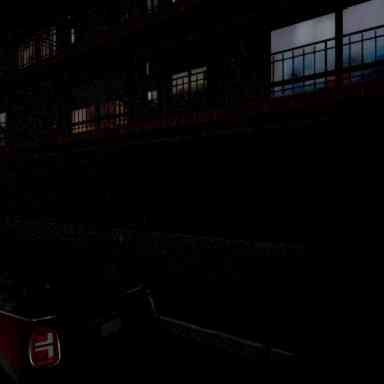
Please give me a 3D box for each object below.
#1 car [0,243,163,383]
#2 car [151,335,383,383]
[{"bbox_3d":[-2.424,1.440,4.609,4.097,1.590,1.967,0,0,36],"label":"car"},{"bbox_3d":[2.164,1.545,1.334,4.507,1.381,1.887,0,0,36],"label":"car"}]
